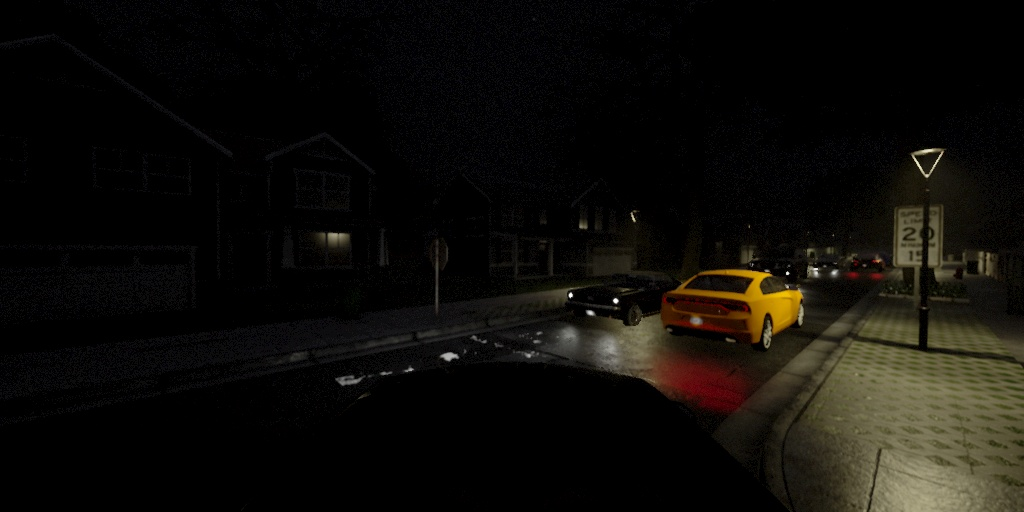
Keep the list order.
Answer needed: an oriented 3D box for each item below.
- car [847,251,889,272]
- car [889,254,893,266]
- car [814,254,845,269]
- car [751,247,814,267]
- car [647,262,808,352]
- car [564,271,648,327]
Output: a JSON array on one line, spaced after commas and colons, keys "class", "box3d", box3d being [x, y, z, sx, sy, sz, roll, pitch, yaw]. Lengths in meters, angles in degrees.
[{"class": "car", "box3d": [29.325, 0.516, 29.547, 4.674, 1.442, 1.812, -2, 2, -41]}, {"class": "car", "box3d": [37.046, 0.236, 36.373, 5.008, 1.535, 1.882, -2, 2, -41]}, {"class": "car", "box3d": [30.121, 0.485, 33.977, 5.357, 1.411, 2.033, -2, 2, -41]}, {"class": "car", "box3d": [16.578, 0.463, 22.210, 5.566, 2.045, 2.150, -2, 2, -41]}, {"class": "car", "box3d": [5.486, 1.080, 8.689, 5.008, 1.535, 1.882, -1, 2, -41]}, {"class": "car", "box3d": [3.735, 1.156, 10.947, 4.718, 1.301, 1.895, -1, 2, -41]}]
